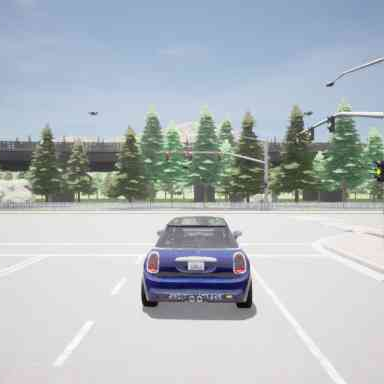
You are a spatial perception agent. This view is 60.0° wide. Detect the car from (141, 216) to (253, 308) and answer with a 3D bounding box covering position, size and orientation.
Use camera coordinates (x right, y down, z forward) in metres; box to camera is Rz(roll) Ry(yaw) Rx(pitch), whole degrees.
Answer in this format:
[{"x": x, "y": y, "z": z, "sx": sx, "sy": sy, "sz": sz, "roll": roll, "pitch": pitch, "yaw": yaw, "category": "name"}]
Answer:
[{"x": 0.167, "y": 1.352, "z": 8.102, "sx": 2.097, "sy": 1.767, "sz": 4.553, "roll": 0, "pitch": 0, "yaw": 3, "category": "car"}]
